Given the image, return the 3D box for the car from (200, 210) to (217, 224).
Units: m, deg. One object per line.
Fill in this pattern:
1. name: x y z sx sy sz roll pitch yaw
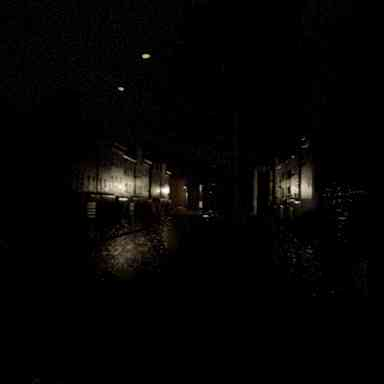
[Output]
1. car: 2.034 3.014 39.586 2.128 1.511 4.902 1 -2 6
